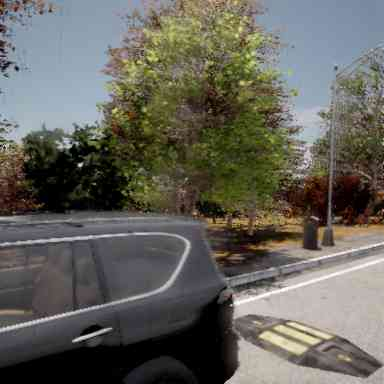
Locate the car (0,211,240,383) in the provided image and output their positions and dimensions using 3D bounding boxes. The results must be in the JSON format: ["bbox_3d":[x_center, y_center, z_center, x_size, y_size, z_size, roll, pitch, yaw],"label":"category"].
[{"bbox_3d":[-2.121,1.234,2.547,5.566,2.045,2.150,0,0,-36],"label":"car"}]
